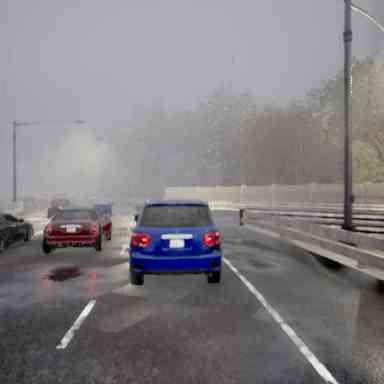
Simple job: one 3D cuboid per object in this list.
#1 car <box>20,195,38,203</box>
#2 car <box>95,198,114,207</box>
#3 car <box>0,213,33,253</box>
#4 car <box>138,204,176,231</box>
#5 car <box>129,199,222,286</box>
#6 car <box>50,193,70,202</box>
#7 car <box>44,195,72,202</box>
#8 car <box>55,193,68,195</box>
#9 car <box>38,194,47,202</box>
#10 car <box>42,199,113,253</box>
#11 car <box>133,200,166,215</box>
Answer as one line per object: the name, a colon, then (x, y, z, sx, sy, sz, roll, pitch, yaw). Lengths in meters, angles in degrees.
car: (-35.091, 1.477, 70.794, 1.837, 1.490, 4.892, 0, 0, -44)
car: (-14.078, 1.627, 53.155, 1.994, 1.385, 4.181, 0, 0, -29)
car: (-8.041, 1.551, 13.491, 1.812, 1.442, 4.674, 0, 0, -8)
car: (-2.359, 1.577, 21.345, 1.994, 1.385, 4.181, 1, 0, -12)
car: (-0.520, 1.224, 9.681, 2.150, 2.045, 5.566, 0, -1, -4)
car: (-29.968, 1.194, 75.563, 2.150, 2.045, 5.566, 0, 0, -44)
car: (-12.080, 1.398, 30.879, 2.097, 1.767, 4.553, 0, 0, -17)
car: (-28.010, 1.634, 73.344, 2.128, 1.511, 4.902, 0, 0, -42)
car: (-32.498, 1.328, 73.146, 2.097, 1.767, 4.553, 0, 0, -44)
car: (-4.605, 1.371, 13.960, 2.097, 1.767, 4.553, 0, 0, -8)
car: (-4.688, 1.597, 35.887, 1.994, 1.385, 4.181, 0, 0, -32)
